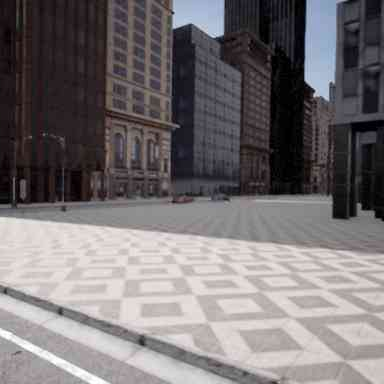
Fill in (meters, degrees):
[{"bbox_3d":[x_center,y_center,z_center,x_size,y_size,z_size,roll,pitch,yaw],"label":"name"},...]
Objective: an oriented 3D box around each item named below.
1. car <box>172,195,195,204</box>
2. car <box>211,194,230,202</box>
[{"bbox_3d":[-1.312,1.199,53.032,1.994,1.385,4.181,2,1,36],"label":"car"},{"bbox_3d":[5.415,1.074,62.593,2.128,1.511,4.902,2,1,35],"label":"car"}]
